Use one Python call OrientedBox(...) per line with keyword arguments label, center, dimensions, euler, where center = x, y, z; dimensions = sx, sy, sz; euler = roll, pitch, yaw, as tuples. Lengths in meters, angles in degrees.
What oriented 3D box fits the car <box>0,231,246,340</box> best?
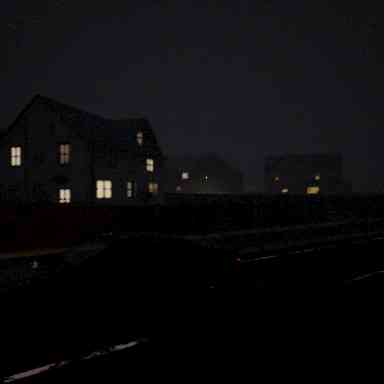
OrientedBox(label="car", center=(-1.333, 1.545, 6.727), dimensions=(5.357, 1.411, 2.033), euler=(0, 0, -36))
